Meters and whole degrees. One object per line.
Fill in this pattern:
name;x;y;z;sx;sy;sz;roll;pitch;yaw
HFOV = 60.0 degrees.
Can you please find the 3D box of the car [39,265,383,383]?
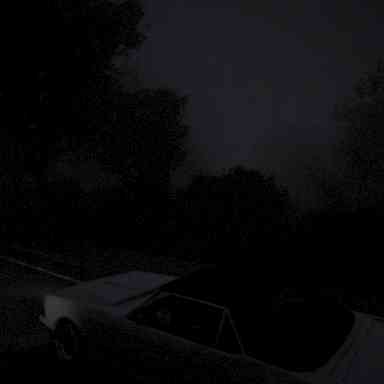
car;0.179;1.612;4.011;4.718;1.301;1.895;0;0;37
